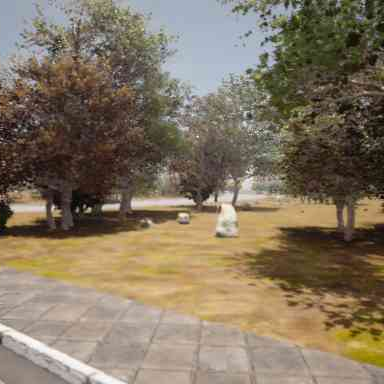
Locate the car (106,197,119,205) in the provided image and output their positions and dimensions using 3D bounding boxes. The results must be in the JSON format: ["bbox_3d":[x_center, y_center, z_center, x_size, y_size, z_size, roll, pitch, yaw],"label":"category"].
[{"bbox_3d":[-14.480,1.384,54.749,2.033,1.411,5.357,0,0,38],"label":"car"}]
